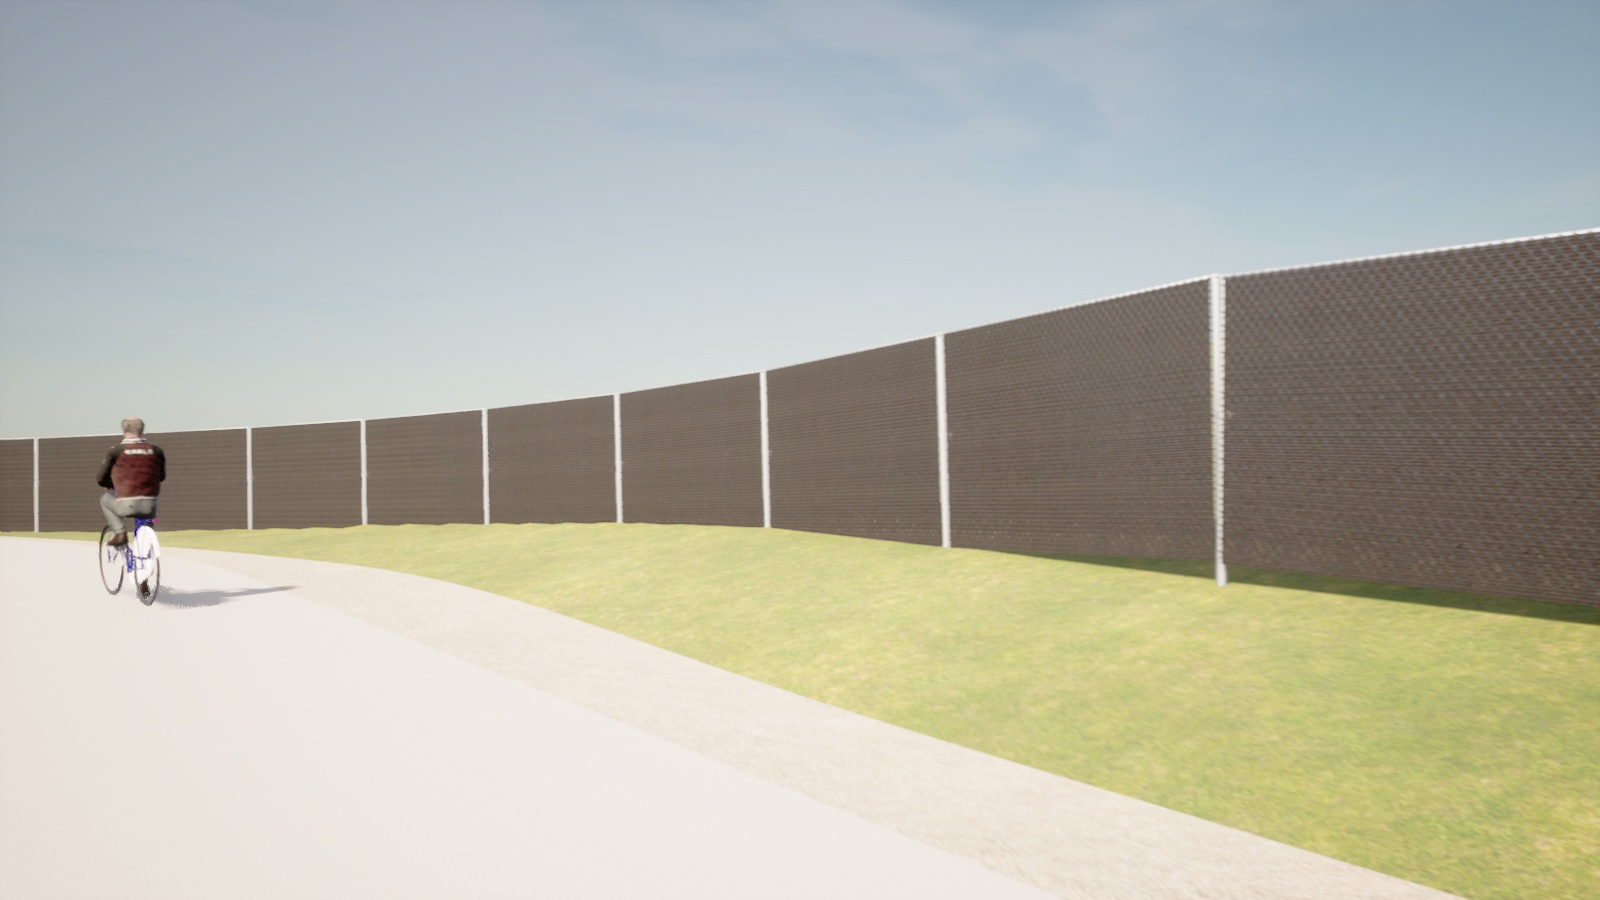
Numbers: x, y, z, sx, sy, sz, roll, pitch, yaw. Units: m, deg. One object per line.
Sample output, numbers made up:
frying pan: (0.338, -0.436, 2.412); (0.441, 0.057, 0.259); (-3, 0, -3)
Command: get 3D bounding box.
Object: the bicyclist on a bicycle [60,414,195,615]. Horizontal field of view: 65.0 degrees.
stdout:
bicyclist on a bicycle: (-6.430, 0.560, 11.960); (0.659, 1.776, 1.843); (-1, 1, -43)
